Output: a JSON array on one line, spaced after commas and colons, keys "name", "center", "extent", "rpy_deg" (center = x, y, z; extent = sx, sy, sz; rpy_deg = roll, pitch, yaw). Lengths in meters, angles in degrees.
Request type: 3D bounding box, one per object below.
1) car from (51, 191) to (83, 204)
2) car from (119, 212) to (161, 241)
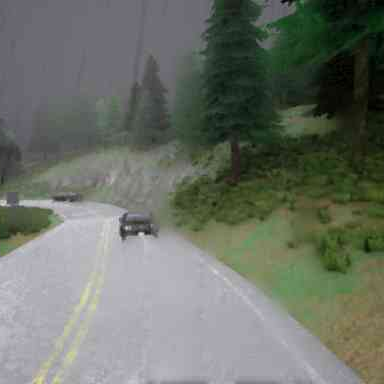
[{"name": "car", "center": [-16.305, 0.656, 43.218], "extent": [5.008, 1.535, 1.882], "rpy_deg": [2, 5, 32]}, {"name": "car", "center": [-2.877, 1.687, 17.621], "extent": [1.895, 1.301, 4.718], "rpy_deg": [-2, 0, -13]}]
